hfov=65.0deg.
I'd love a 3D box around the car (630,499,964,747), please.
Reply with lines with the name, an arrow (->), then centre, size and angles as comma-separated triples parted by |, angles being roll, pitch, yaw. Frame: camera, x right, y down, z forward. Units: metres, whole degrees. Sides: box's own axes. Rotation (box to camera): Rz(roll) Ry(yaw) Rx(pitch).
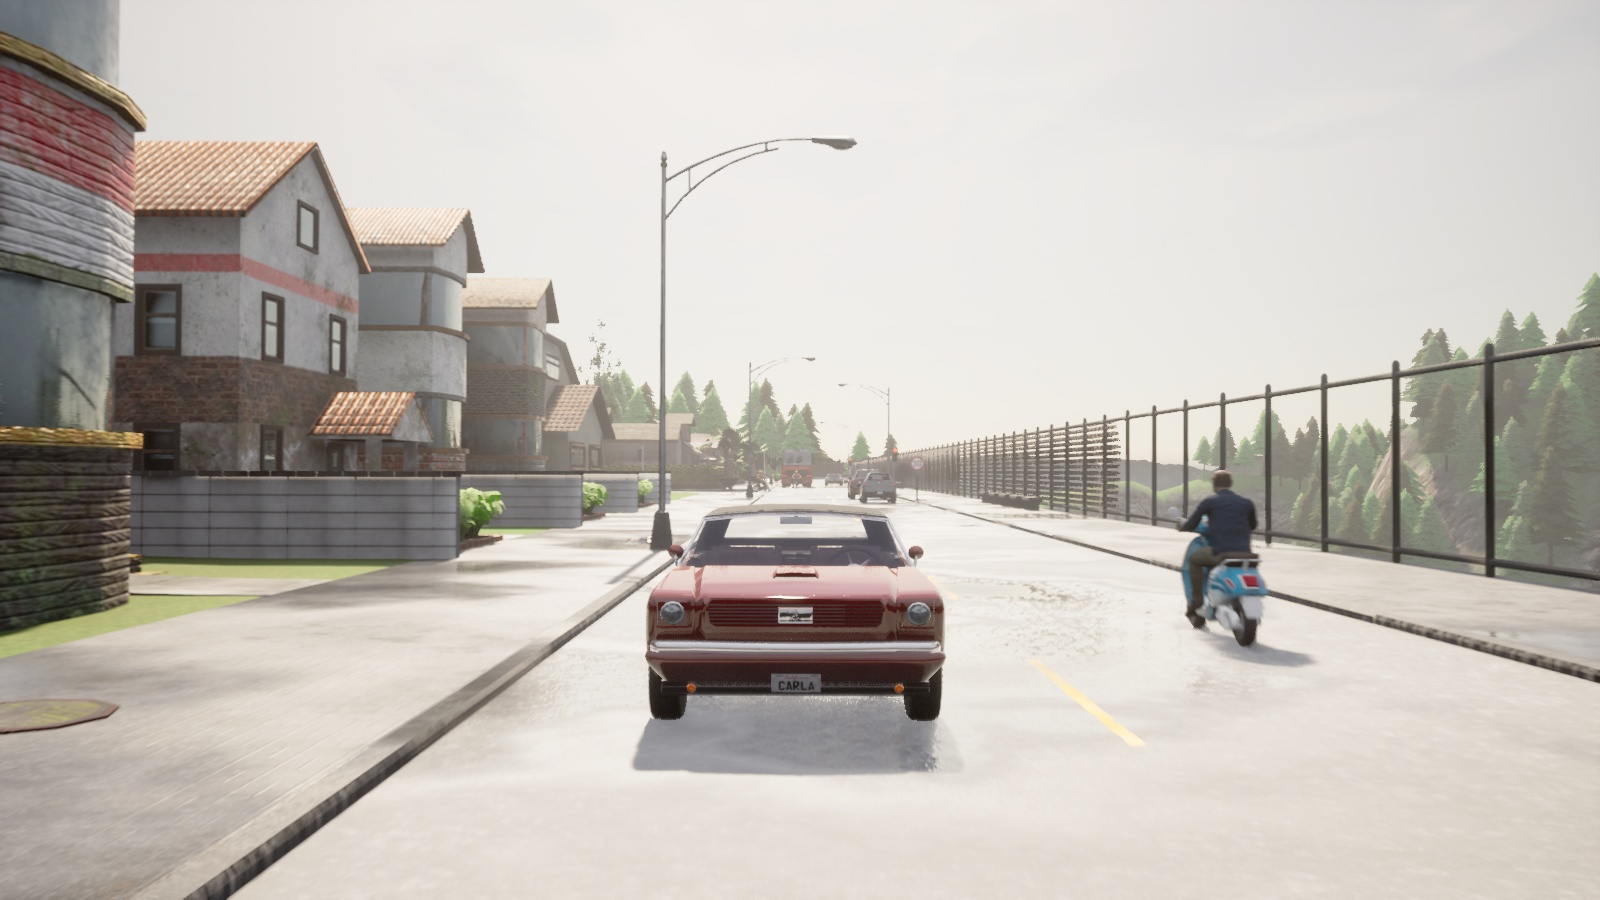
car -> -0.023, 1.074, 9.513 | 1.895, 1.301, 4.718 | 0, -1, 0

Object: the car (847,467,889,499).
car -> 3.827, 1.847, 71.052 | 2.097, 1.767, 4.553 | 0, -1, 0

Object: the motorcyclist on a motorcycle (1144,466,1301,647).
motorcyclist on a motorcycle -> 3.971, 0.953, 11.971 | 0.866, 1.590, 1.817 | 0, -1, 0

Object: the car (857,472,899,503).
car -> 3.849, 1.859, 62.474 | 1.845, 1.501, 3.633 | 0, -1, 0
